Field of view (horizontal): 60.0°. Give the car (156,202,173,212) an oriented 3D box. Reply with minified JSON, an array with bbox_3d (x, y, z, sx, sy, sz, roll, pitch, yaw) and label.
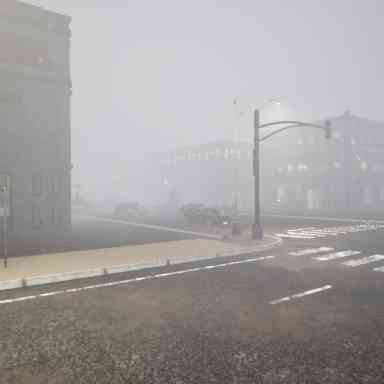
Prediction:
[{"bbox_3d":[-3.326,1.966,45.590,1.802,1.307,4.206,-2,0,-36],"label":"car"}]

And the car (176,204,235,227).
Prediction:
[{"bbox_3d":[1.035,1.814,24.850,1.947,1.339,4.313,-2,0,-36],"label":"car"}]

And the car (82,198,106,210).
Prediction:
[{"bbox_3d":[-16.369,2.128,54.078,2.128,1.511,4.902,-1,0,-36],"label":"car"}]

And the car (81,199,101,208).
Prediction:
[{"bbox_3d":[-19.223,2.159,63.414,2.128,1.511,4.902,-1,0,-36],"label":"car"}]

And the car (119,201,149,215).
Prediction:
[{"bbox_3d":[-7.280,1.954,41.195,1.812,1.442,4.674,-1,0,-35],"label":"car"}]

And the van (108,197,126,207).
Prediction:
[{"bbox_3d":[-12.981,1.907,59.104,1.690,1.788,3.998,-1,0,-36],"label":"van"}]

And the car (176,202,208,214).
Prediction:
[{"bbox_3d":[-0.110,1.904,41.086,1.802,1.307,4.206,-2,0,-36],"label":"car"}]

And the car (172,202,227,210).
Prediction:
[{"bbox_3d":[0.591,1.751,30.155,1.882,1.535,5.008,-1,0,-36],"label":"car"}]

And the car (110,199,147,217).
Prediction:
[{"bbox_3d":[-6.933,1.846,36.214,1.967,1.590,4.097,-1,0,-36],"label":"car"}]

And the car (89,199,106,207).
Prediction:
[{"bbox_3d":[-19.408,2.228,68.114,1.887,1.381,4.507,-1,0,-36],"label":"car"}]

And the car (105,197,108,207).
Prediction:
[{"bbox_3d":[-16.198,1.940,63.609,2.192,1.841,5.009,-1,0,-36],"label":"car"}]
